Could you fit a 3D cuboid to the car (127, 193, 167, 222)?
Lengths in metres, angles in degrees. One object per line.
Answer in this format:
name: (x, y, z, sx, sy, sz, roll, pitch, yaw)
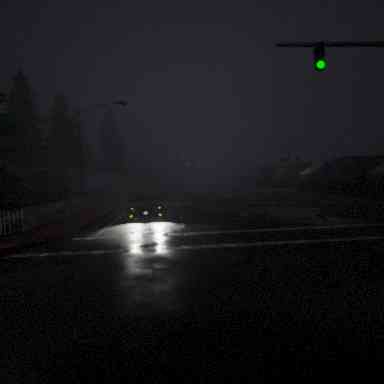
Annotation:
car: (-2.424, 0.752, 18.468, 1.994, 1.385, 4.181, -2, 3, -3)
